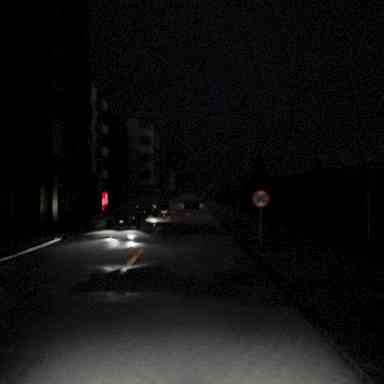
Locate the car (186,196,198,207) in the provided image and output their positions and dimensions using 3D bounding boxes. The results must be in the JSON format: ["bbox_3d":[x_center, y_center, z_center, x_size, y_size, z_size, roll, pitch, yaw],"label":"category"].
[{"bbox_3d":[-0.019,1.414,52.300,1.882,1.535,5.008,0,0,0],"label":"car"}]

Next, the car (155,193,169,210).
[{"bbox_3d":[-4.049,1.171,41.599,2.150,2.045,5.566,0,0,0],"label":"car"}]

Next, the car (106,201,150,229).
[{"bbox_3d":[-4.103,1.538,21.294,1.994,1.385,4.181,0,0,0],"label":"car"}]

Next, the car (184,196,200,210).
[{"bbox_3d":[-0.015,1.441,41.880,2.128,1.511,4.902,0,0,0],"label":"car"}]

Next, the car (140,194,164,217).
[{"bbox_3d":[-4.097,1.314,31.024,2.097,1.767,4.553,0,0,0],"label":"car"}]
